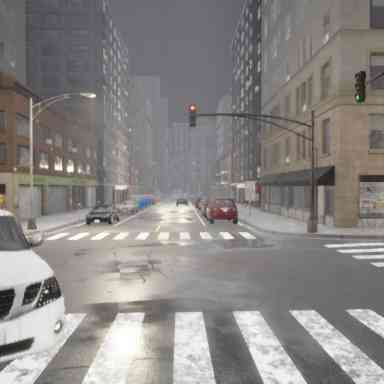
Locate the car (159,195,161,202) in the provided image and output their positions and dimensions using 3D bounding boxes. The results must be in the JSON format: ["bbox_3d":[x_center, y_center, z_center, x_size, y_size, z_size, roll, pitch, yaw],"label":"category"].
[{"bbox_3d":[-7.572,1.433,63.344,1.967,1.590,4.097,-1,0,-2],"label":"car"}]

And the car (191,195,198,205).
[{"bbox_3d":[1.463,1.315,46.853,2.192,1.841,5.009,-1,0,-2],"label":"car"}]

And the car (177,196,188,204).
[{"bbox_3d":[-1.920,1.540,64.271,2.033,1.411,5.357,0,0,-2],"label":"car"}]

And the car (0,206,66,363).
[{"bbox_3d":[-4.002,1.237,5.585,2.150,2.045,5.566,3,-2,-40],"label":"car"}]

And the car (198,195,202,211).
[{"bbox_3d":[1.969,1.318,30.103,2.192,1.841,5.009,-1,0,-2],"label":"car"}]

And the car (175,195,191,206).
[{"bbox_3d":[-1.603,1.502,53.854,1.837,1.490,4.892,0,0,-2],"label":"car"}]

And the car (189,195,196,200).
[{"bbox_3d":[0.117,1.523,91.520,2.008,1.369,4.403,-1,0,-2],"label":"car"}]

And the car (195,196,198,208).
[{"bbox_3d":[1.629,1.527,41.440,1.752,1.417,4.829,-1,0,-2],"label":"car"}]

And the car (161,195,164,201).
[{"bbox_3d":[-7.912,1.426,74.510,1.967,1.590,4.097,-1,0,-2],"label":"car"}]

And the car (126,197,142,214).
[{"bbox_3d":[-6.717,1.528,35.258,1.752,1.417,4.829,-1,0,-2],"label":"car"}]

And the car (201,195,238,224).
[{"bbox_3d":[2.137,1.317,24.520,2.192,1.841,5.009,-1,0,-2],"label":"car"}]

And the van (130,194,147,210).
[{"bbox_3d":[-6.894,1.343,41.010,1.690,1.788,3.998,-1,0,-2],"label":"van"}]

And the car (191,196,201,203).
[{"bbox_3d":[0.791,1.555,69.187,1.947,1.339,4.313,-1,0,-2],"label":"car"}]

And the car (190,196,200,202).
[{"bbox_3d":[0.623,1.537,74.770,2.008,1.369,4.403,-1,0,-2],"label":"car"}]

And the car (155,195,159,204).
[{"bbox_3d":[-7.404,1.311,57.761,2.192,1.841,5.009,-1,0,-2],"label":"car"}]

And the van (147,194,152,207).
[{"bbox_3d":[-7.064,1.341,46.594,1.690,1.788,3.998,-1,0,-2],"label":"van"}]

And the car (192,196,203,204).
[{"bbox_3d":[0.960,1.558,63.603,1.947,1.339,4.313,-1,0,-2],"label":"car"}]

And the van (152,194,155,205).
[{"bbox_3d":[-7.234,1.339,52.177,1.690,1.788,3.998,-1,0,-2],"label":"van"}]

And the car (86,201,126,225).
[{"bbox_3d":[-6.382,1.568,24.261,1.947,1.339,4.313,-1,0,-2],"label":"car"}]

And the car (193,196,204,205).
[{"bbox_3d":[1.123,1.521,58.190,1.752,1.417,4.829,-1,0,-2],"label":"car"}]
